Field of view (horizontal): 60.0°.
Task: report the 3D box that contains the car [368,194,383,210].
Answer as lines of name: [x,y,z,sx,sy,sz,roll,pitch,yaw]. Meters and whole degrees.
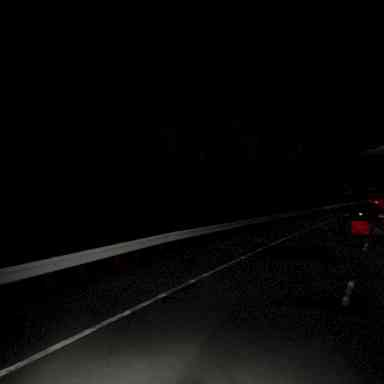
car: [21.290,1.221,37.863,2.150,2.045,5.566,0,0,35]

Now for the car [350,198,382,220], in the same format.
car: [14.756,1.504,28.423,1.837,1.490,4.892,0,0,34]
